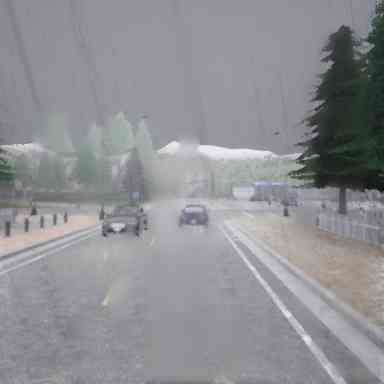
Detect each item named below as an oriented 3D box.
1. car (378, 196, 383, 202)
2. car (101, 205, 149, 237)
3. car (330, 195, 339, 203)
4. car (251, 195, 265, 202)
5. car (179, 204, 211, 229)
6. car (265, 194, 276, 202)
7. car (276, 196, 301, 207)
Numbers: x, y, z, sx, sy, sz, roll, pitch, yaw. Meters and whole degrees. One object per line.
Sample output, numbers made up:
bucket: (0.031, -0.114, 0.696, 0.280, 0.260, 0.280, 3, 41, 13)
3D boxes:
car: (39.304, 1.387, 66.927, 2.007, 1.523, 4.514, 0, 0, 1)
car: (-3.453, 1.481, 17.886, 2.128, 1.511, 4.902, 0, 0, 0)
car: (29.313, 1.383, 67.099, 1.845, 1.501, 3.633, 0, 0, 1)
car: (14.430, 1.362, 74.914, 2.007, 1.523, 4.514, 0, 0, 1)
car: (0.227, 1.521, 21.319, 1.812, 1.442, 4.674, 0, 0, 4)
car: (17.567, 1.361, 74.926, 2.152, 1.636, 5.027, 0, 0, 1)
car: (14.102, 1.401, 48.882, 1.845, 1.501, 3.633, 0, 0, 1)
